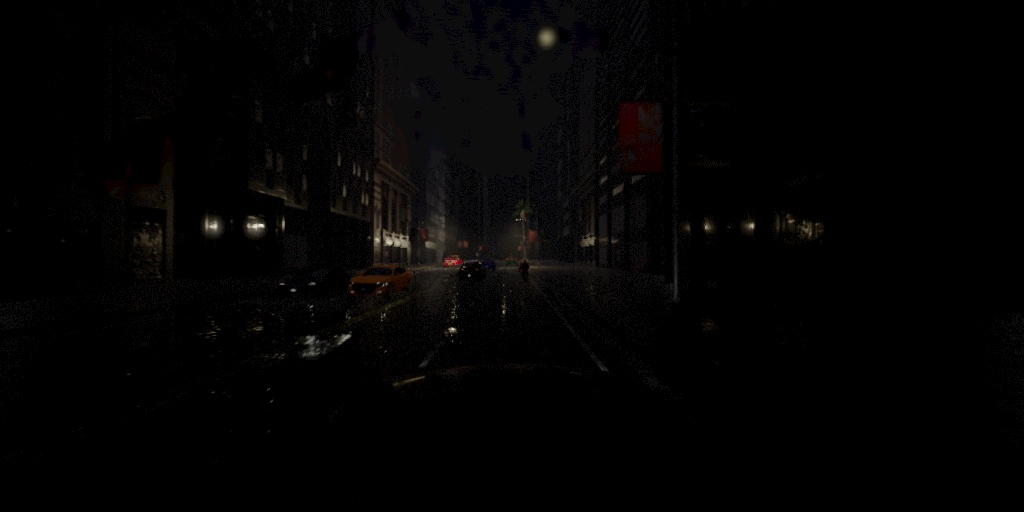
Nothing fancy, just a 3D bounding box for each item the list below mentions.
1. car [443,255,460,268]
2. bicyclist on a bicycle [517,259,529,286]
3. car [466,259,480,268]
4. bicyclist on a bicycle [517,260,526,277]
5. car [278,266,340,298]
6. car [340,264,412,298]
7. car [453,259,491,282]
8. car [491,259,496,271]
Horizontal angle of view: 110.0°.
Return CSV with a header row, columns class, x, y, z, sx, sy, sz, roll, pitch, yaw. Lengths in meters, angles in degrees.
class,x,y,z,sx,sy,sz,roll,pitch,yaw
car,-9.820,0.893,59.418,2.150,2.045,5.566,0,0,1
bicyclist on a bicycle,0.880,1.109,24.243,0.659,1.776,1.843,0,0,0
car,-6.563,1.267,60.542,1.895,1.301,4.718,0,0,1
bicyclist on a bicycle,0.880,1.168,34.144,0.866,1.612,1.509,0,0,0
car,-9.858,1.267,18.487,1.812,1.442,4.674,0,0,0
car,-6.608,1.219,18.497,1.882,1.535,5.008,0,0,0
car,-3.167,1.227,29.088,2.128,1.511,4.902,0,0,0
car,-3.178,1.183,48.707,1.882,1.535,5.008,0,0,0
